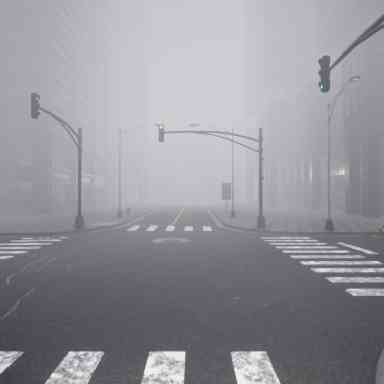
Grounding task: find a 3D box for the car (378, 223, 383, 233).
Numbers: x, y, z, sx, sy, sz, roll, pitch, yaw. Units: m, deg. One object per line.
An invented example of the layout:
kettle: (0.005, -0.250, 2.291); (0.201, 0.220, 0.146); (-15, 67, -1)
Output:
car: (11.758, 1.564, 16.205); (4.829, 1.417, 1.752); (0, -1, 0)
